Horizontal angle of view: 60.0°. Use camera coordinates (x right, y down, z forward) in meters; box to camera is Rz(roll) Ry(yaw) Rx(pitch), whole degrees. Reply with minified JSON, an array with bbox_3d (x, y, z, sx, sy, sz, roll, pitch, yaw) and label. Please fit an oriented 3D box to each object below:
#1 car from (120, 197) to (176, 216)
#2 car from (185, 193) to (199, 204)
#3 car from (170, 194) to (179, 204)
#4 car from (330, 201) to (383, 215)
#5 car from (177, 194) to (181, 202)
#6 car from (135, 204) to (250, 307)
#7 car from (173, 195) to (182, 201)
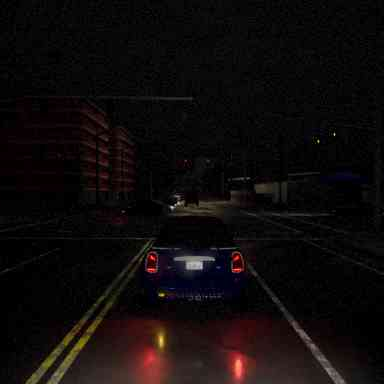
[{"bbox_3d":[-4.233,1.472,30.721,4.892,1.490,1.837,0,2,-42],"label":"car"},{"bbox_3d":[-0.053,1.221,55.640,2.150,2.045,5.566,0,0,0],"label":"car"},{"bbox_3d":[-3.726,1.547,53.702,2.033,1.411,5.357,0,0,0],"label":"car"},{"bbox_3d":[16.379,1.601,33.255,4.718,1.301,1.895,0,0,0],"label":"car"},{"bbox_3d":[-3.719,1.547,63.783,2.033,1.411,5.357,0,0,0],"label":"car"},{"bbox_3d":[0.053,1.352,8.162,2.097,1.767,4.553,0,0,0],"label":"car"},{"bbox_3d":[-3.726,1.540,84.725,2.033,1.411,5.357,0,0,0],"label":"car"}]
